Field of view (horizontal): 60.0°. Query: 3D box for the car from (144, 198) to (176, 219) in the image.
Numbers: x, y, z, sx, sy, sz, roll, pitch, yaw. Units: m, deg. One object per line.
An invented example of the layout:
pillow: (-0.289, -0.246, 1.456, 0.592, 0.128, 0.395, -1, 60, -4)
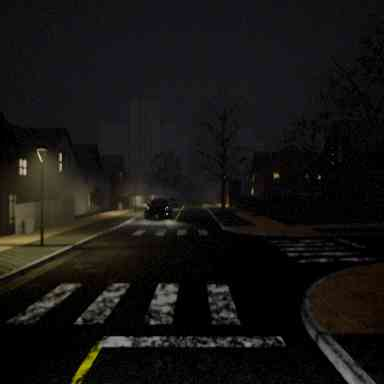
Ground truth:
car: (-2.816, 1.362, 28.818, 2.097, 1.767, 4.553, 0, 0, 0)

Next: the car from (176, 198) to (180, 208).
car: (-2.783, 1.541, 47.740, 1.812, 1.442, 4.674, 0, 0, 0)
